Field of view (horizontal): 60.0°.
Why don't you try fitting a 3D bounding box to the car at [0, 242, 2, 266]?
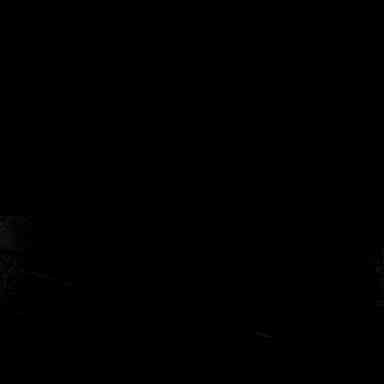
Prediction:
[{"bbox_3d":[-7.012,1.489,8.989,4.902,1.511,2.128,0,0,36],"label":"car"}]
